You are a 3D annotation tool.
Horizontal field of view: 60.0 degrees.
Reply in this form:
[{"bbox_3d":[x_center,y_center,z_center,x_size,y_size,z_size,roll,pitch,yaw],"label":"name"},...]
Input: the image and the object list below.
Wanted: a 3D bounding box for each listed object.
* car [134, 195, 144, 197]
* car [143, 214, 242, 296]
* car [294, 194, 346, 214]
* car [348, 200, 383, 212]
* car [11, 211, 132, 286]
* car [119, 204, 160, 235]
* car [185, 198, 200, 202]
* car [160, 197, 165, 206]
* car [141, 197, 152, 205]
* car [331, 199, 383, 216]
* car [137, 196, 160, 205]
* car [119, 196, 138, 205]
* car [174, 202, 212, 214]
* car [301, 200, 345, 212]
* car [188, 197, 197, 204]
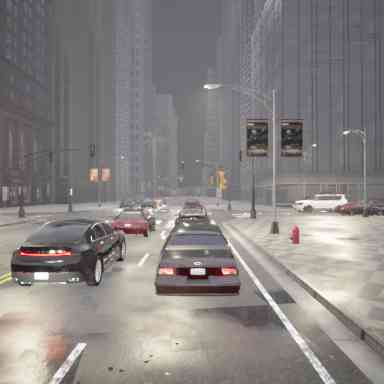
[{"bbox_3d":[-9.777,1.515,60.783,2.150,2.045,5.566,0,0,0],"label":"car"},{"bbox_3d":[0.112,1.556,8.795,2.033,1.411,5.357,0,0,0],"label":"car"},{"bbox_3d":[13.924,1.286,36.005,5.566,2.045,2.150,0,-1,0],"label":"car"},{"bbox_3d":[20.851,1.639,38.863,4.313,1.339,1.947,0,0,-1],"label":"car"},{"bbox_3d":[-3.144,1.515,9.381,1.837,1.490,4.892,0,0,0],"label":"car"},{"bbox_3d":[-3.138,1.599,18.282,1.994,1.385,4.181,0,0,0],"label":"car"},{"bbox_3d":[0.086,1.664,45.005,1.882,1.535,5.008,-1,0,-5],"label":"car"},{"bbox_3d":[-6.530,1.641,60.157,2.097,1.767,4.553,0,0,0],"label":"car"},{"bbox_3d":[-9.703,1.898,71.129,1.812,1.442,4.674,0,0,0],"label":"car"},{"bbox_3d":[15.335,1.574,30.255,4.206,1.307,1.802,0,0,-1],"label":"car"},{"bbox_3d":[-6.561,1.772,50.875,2.033,1.411,5.357,0,0,0],"label":"car"},{"bbox_3d":[-9.841,1.729,50.763,1.837,1.490,4.892,0,0,-2],"label":"car"},{"bbox_3d":[0.059,1.541,18.534,1.837,1.490,4.892,0,0,1],"label":"car"},{"bbox_3d":[15.211,1.658,38.779,4.313,1.339,1.947,0,0,-1],"label":"car"},{"bbox_3d":[0.054,1.989,78.758,1.994,1.385,4.181,0,0,0],"label":"car"}]
